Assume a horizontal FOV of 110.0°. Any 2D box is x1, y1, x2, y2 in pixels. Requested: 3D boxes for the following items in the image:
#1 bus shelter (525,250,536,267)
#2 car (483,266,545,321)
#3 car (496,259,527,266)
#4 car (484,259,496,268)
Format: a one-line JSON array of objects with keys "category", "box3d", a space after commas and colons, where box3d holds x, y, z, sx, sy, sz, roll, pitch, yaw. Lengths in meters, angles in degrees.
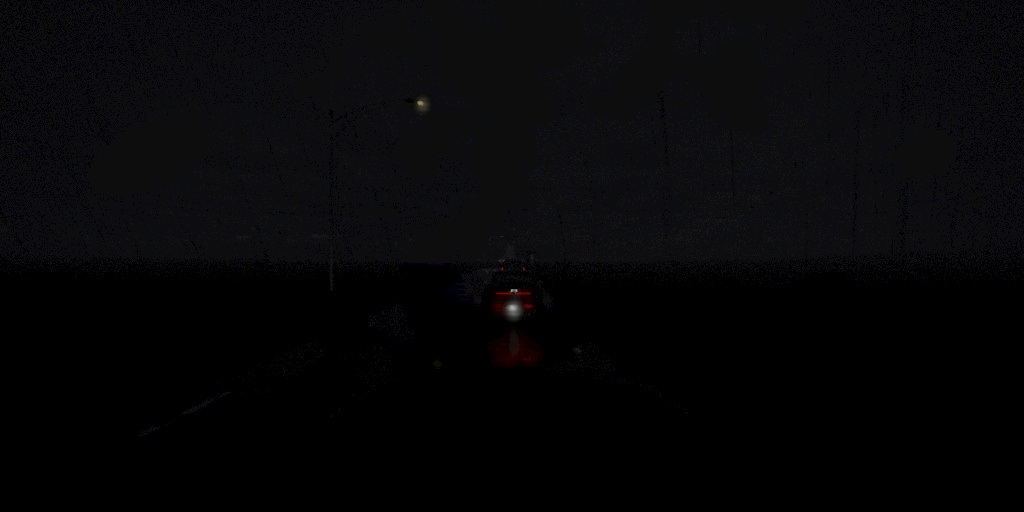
[{"category": "bus shelter", "box3d": [3.148, 0.446, 59.928, 1.920, 2.740, 3.880, 0, 0, 0]}, {"category": "car", "box3d": [0.072, 1.221, 12.252, 1.837, 1.490, 4.892, 0, 0, 0]}, {"category": "car", "box3d": [0.080, 1.022, 27.711, 2.097, 1.767, 4.553, 0, 0, 0]}, {"category": "car", "box3d": [-2.804, 1.164, 50.849, 1.994, 1.385, 4.181, 0, 0, 0]}]
